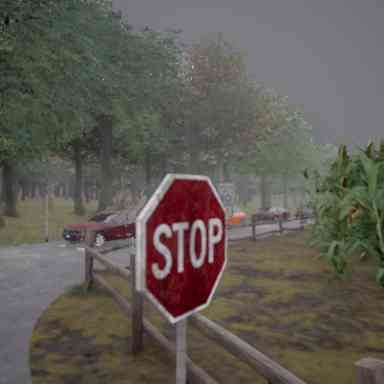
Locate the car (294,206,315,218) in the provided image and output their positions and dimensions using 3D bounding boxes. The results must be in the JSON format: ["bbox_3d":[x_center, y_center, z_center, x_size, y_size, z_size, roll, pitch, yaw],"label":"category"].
[{"bbox_3d":[14.163,2.420,40.930,1.837,1.490,4.892,0,-1,37],"label":"car"}]

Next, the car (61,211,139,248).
[{"bbox_3d":[-3.917,1.689,16.307,1.882,1.535,5.008,0,-1,34],"label":"car"}]

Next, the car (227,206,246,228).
[{"bbox_3d":[2.187,1.803,24.800,2.097,1.767,4.553,0,-1,37],"label":"car"}]

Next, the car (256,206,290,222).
[{"bbox_3d":[7.940,2.152,32.565,1.882,1.535,5.008,0,-1,37],"label":"car"}]
